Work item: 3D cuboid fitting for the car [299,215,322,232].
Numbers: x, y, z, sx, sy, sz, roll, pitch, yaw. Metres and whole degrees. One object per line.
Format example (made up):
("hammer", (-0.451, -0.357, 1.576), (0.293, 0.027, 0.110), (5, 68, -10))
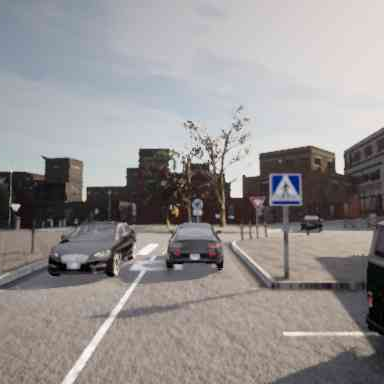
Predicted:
("car", (11.486, 2.997, 32.177), (1.882, 1.535, 5.008), (0, -4, 19))

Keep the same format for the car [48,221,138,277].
("car", (-3.040, 1.738, 11.066), (2.128, 1.511, 4.902), (0, -2, 1))

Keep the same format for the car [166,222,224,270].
("car", (0.119, 1.806, 11.952), (1.812, 1.442, 4.674), (0, -2, 1))

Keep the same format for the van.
("van", (4.796, 1.311, 4.286), (4.442, 1.987, 1.878), (0, -1, 0))
